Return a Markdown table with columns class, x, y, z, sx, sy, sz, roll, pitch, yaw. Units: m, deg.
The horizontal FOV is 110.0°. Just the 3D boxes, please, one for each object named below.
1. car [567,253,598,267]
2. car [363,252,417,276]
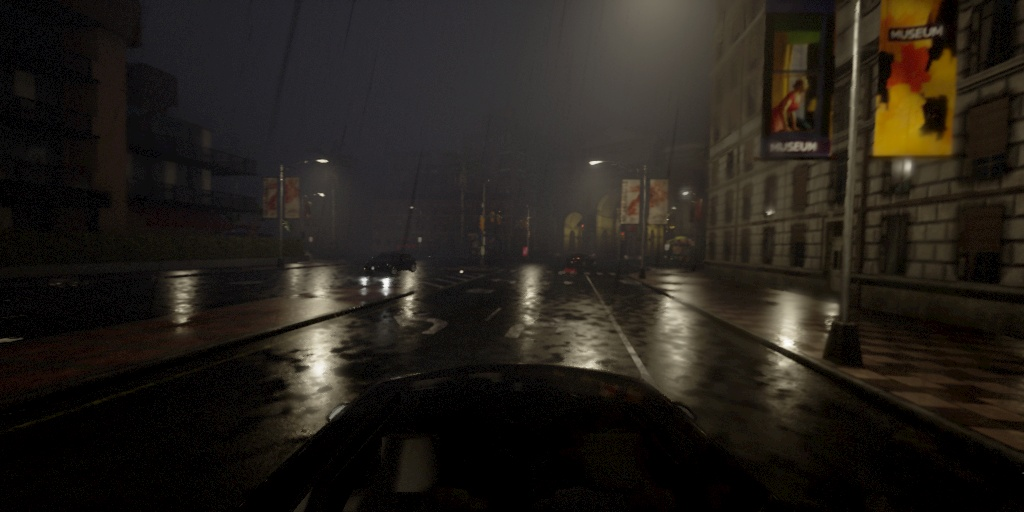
| class | x | y | z | sx | sy | sz | roll | pitch | yaw |
| --- | --- | --- | --- | --- | --- | --- | --- | --- | --- |
| car | 7.995 | 0.476 | 40.583 | 1.837 | 1.490 | 4.892 | 2 | 0 | 38 |
| car | -8.191 | 0.472 | 24.548 | 1.837 | 1.490 | 4.892 | 2 | 1 | 9 |
